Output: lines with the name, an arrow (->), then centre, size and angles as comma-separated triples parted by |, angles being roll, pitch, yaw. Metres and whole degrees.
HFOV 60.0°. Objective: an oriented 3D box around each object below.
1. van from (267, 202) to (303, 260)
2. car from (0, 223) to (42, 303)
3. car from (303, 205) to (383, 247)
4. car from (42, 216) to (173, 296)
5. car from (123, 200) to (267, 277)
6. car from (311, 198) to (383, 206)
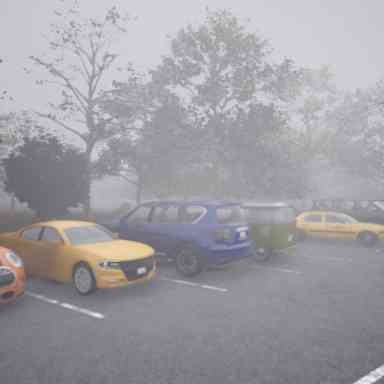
van -> 1.528, 1.341, 12.409 | 4.442, 1.987, 1.878 | -1, -1, 35
car -> -5.623, 1.384, 7.203 | 4.553, 1.767, 2.185 | -1, -1, 34
car -> 6.603, 1.590, 15.700 | 5.366, 1.575, 1.946 | -1, -1, 34
car -> -3.191, 1.530, 8.914 | 5.008, 1.535, 2.097 | -1, -1, 34
car -> -0.808, 1.297, 10.646 | 5.566, 2.045, 2.435 | -1, -1, 34
car -> 8.878, 1.358, 17.501 | 5.566, 2.045, 2.435 | -1, -1, 35
